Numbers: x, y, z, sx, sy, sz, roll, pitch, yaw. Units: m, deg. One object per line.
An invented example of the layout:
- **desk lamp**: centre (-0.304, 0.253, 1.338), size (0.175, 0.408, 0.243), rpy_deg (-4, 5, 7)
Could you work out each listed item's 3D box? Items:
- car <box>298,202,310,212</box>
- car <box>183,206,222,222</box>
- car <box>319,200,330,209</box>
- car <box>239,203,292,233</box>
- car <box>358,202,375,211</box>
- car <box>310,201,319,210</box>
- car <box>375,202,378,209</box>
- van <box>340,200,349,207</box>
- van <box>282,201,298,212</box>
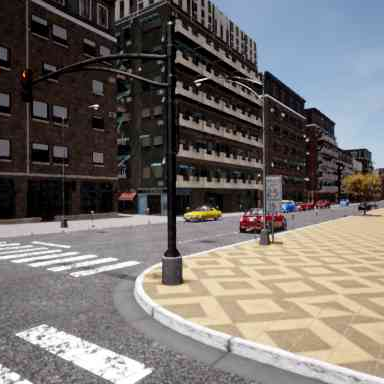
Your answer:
- **car**: centre (17.270, 2.361, 54.331), size (1.967, 1.590, 4.097), rpy_deg (-2, -2, 35)
- **car**: centre (1.033, 2.002, 31.007), size (1.752, 1.417, 4.829), rpy_deg (-2, -2, 35)
- **car**: centre (26.953, 2.501, 68.243), size (2.192, 1.841, 5.009), rpy_deg (-2, -2, 35)
- **car**: centre (4.727, 1.751, 21.767), size (1.967, 1.590, 4.097), rpy_deg (-2, -2, 35)
- **car**: centre (30.553, 2.583, 58.853), size (1.947, 1.339, 4.313), rpy_deg (-2, -2, 35)
- **car**: centre (20.499, 2.554, 58.964), size (1.887, 1.381, 4.507), rpy_deg (-2, -2, 35)
- **car**: centre (37.009, 2.744, 68.125), size (2.008, 1.369, 4.403), rpy_deg (-2, -2, 35)
- **van**: centre (39.829, 2.882, 86.812), size (1.690, 1.788, 3.998), rpy_deg (-2, -2, 35)
- **van**: centre (14.041, 2.174, 49.697), size (1.690, 1.788, 3.998), rpy_deg (-2, -2, 35)
